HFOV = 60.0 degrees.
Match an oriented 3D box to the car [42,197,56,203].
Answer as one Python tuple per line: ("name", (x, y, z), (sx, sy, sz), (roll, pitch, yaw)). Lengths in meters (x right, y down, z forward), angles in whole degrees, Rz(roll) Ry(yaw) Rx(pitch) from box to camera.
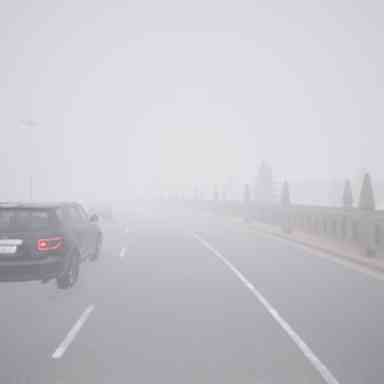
("car", (-33.712, 1.843, 78.225), (1.812, 1.442, 4.674), (-1, 0, -39))

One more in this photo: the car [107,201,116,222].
("car", (-7.585, 1.725, 27.522), (1.895, 1.301, 4.718), (0, 0, -16))

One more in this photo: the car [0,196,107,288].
("car", (-4.042, 1.270, 9.417), (2.150, 2.045, 5.566), (0, 0, -5))

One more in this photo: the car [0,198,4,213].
("car", (-24.420, 1.652, 40.975), (2.097, 1.767, 4.553), (0, 0, -27))

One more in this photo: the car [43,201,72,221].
("car", (-12.127, 1.656, 30.222), (2.128, 1.511, 4.902), (0, 0, -18))

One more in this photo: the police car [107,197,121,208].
("police car", (-12.330, 1.639, 50.810), (1.930, 1.638, 5.238), (0, 0, -29))
